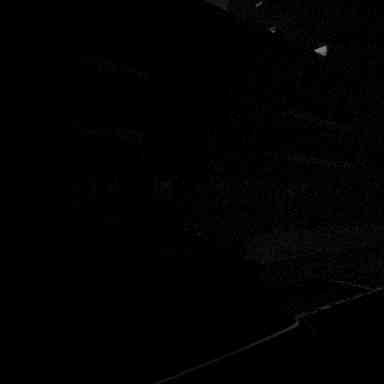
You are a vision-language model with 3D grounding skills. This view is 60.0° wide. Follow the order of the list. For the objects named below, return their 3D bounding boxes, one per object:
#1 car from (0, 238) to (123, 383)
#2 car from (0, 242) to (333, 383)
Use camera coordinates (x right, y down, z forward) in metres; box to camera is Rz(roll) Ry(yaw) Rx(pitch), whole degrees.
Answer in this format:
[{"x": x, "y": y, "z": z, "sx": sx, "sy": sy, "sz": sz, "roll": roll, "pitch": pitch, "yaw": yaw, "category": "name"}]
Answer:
[{"x": -3.385, "y": 1.525, "z": 3.659, "sx": 4.829, "sy": 1.417, "sz": 1.752, "roll": 0, "pitch": 2, "yaw": -35, "category": "car"}, {"x": -1.081, "y": 1.352, "z": 2.298, "sx": 4.553, "sy": 1.767, "sz": 2.097, "roll": 0, "pitch": 0, "yaw": -35, "category": "car"}]
